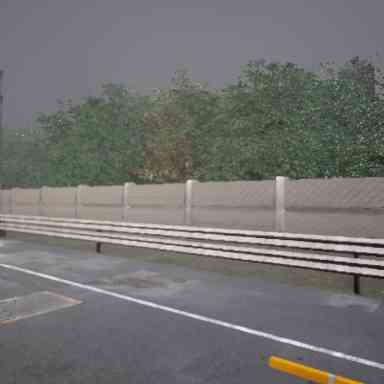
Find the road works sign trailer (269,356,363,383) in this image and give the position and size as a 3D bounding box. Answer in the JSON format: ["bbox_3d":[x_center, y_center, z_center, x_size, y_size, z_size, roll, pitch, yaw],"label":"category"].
[{"bbox_3d":[2.021,0.557,2.849,2.880,3.560,2.380,-1,-2,37],"label":"road works sign trailer"}]
